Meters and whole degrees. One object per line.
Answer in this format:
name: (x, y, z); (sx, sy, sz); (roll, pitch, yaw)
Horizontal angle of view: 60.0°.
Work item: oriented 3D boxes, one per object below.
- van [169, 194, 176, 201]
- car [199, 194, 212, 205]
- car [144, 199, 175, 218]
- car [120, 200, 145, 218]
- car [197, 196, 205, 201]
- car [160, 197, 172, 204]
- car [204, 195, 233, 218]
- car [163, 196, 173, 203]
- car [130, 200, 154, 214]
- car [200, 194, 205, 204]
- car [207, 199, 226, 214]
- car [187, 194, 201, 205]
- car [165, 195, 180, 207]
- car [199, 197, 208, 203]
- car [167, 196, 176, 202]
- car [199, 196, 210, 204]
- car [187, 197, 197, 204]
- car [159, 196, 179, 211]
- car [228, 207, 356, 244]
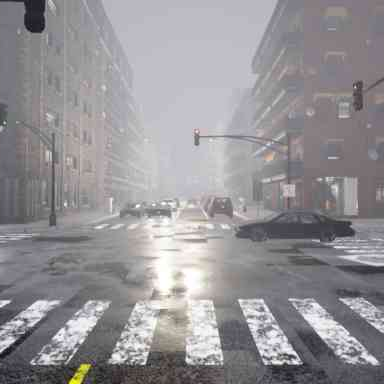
van: (-5.347, 1.588, 91.358); (1.690, 1.788, 3.998); (1, 0, 0)
car: (2.548, 1.402, 63.578); (2.192, 1.841, 5.009); (1, 0, 0)
car: (-2.858, 1.575, 30.404); (1.994, 1.385, 4.181); (0, 0, 0)
car: (-5.314, 1.577, 30.169); (1.947, 1.339, 4.313); (1, 0, 0)
car: (2.530, 1.813, 91.393); (1.947, 1.339, 4.313); (1, 0, 0)
car: (-5.338, 1.667, 69.102); (2.008, 1.369, 4.403); (1, 0, 0)
car: (2.570, 1.326, 30.220); (2.192, 1.841, 5.009); (1, 0, 0)
car: (-5.341, 1.671, 74.494); (1.752, 1.417, 4.829); (1, 0, 0)
car: (-5.317, 1.580, 35.731); (1.947, 1.339, 4.313); (1, 0, 0)
car: (2.563, 1.336, 41.344); (2.192, 1.841, 5.009); (1, 0, 0)
car: (2.563, 1.540, 35.949); (1.752, 1.417, 4.829); (1, 0, 0)
car: (0.070, 1.565, 60.181); (2.128, 1.511, 4.902); (0, 0, 0)
car: (-2.784, 1.565, 50.495); (1.812, 1.442, 4.674); (0, 0, 0)
car: (2.538, 1.728, 74.702); (1.802, 1.307, 4.206); (1, 0, 0)
car: (-5.348, 1.764, 85.793); (2.008, 1.369, 4.403); (1, 0, 0)
car: (2.543, 1.556, 69.142); (1.967, 1.590, 4.097); (1, 0, 0)
car: (0.027, 1.685, 70.415); (1.994, 1.385, 4.181); (0, 0, 0)
car: (-2.847, 1.545, 40.294); (1.812, 1.442, 4.674); (0, 0, 0)
car: (4.584, 1.570, 15.376); (5.357, 1.411, 2.033); (0, -1, 0)
